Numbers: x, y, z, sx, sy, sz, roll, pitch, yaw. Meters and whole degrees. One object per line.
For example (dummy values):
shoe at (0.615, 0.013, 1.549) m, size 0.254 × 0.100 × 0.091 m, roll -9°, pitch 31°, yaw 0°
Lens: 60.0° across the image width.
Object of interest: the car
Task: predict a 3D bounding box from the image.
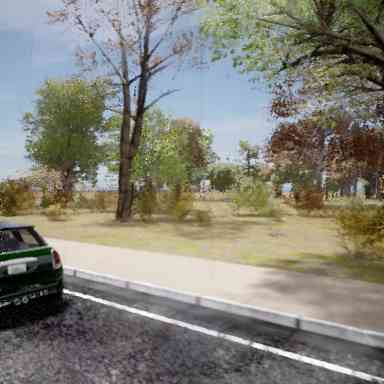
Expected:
car at (-4.813, 1.375, 7.103) m, size 4.553 × 1.767 × 2.097 m, roll 0°, pitch 0°, yaw 35°
